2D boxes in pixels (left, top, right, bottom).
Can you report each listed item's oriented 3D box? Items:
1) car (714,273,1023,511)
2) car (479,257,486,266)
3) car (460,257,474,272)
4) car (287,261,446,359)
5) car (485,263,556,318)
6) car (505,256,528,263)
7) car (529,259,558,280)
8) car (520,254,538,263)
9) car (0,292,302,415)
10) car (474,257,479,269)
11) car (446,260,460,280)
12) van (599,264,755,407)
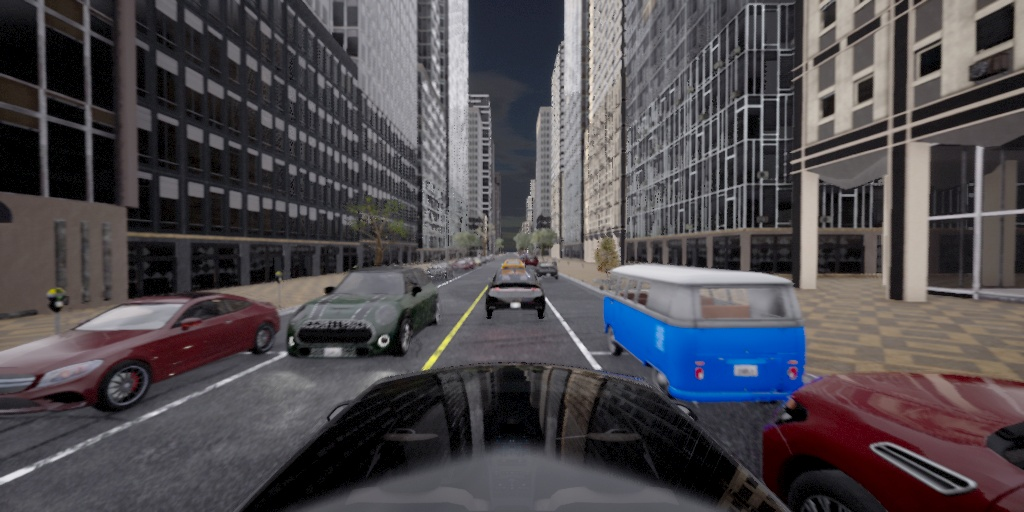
[{"bbox_3d":[2.687,1.075,0.286,2.192,1.841,5.009,0,0,0],"label":"car"},{"bbox_3d":[-5.677,0.895,56.953,1.751,1.417,4.829,0,0,0],"label":"car"},{"bbox_3d":[-5.682,1.069,40.072,1.802,1.307,4.207,0,0,0],"label":"car"},{"bbox_3d":[-3.095,1.056,8.445,2.097,1.767,4.553,0,0,0],"label":"car"},{"bbox_3d":[0.102,1.168,12.620,2.128,1.511,4.902,0,0,0],"label":"car"},{"bbox_3d":[0.108,1.033,30.322,1.882,1.535,5.008,0,0,0],"label":"car"},{"bbox_3d":[2.696,1.117,28.703,2.007,1.370,4.403,0,0,0],"label":"car"},{"bbox_3d":[2.702,0.726,51.437,2.192,1.841,5.009,0,0,0],"label":"car"},{"bbox_3d":[-5.692,1.302,5.972,1.802,1.307,4.207,0,0,0],"label":"car"},{"bbox_3d":[-5.680,0.888,45.756,1.967,1.591,4.097,0,0,0],"label":"car"},{"bbox_3d":[-5.685,1.115,28.705,2.007,1.370,4.403,0,0,0],"label":"car"},{"bbox_3d":[2.689,1.063,5.969,1.690,1.789,3.998,0,0,0],"label":"van"}]
